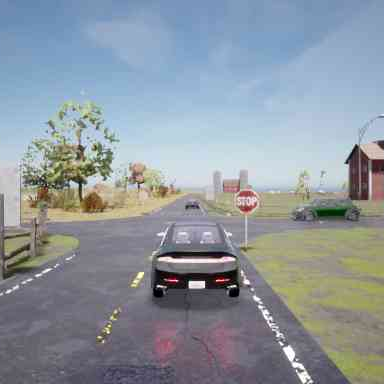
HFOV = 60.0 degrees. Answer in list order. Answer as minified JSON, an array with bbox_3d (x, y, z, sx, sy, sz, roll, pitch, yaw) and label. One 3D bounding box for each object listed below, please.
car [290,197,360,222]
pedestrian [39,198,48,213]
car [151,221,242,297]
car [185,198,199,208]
[{"bbox_3d":[9.550,1.181,24.121,4.553,1.767,2.097,-1,0,0],"label":"car"},{"bbox_3d":[-12.207,1.413,27.278,0.375,1.860,0.375,0,1,0],"label":"pedestrian"},{"bbox_3d":[0.084,1.490,8.532,2.128,1.511,4.902,0,0,0],"label":"car"},{"bbox_3d":[0.030,1.544,46.797,2.033,1.411,5.357,0,0,0],"label":"car"}]
